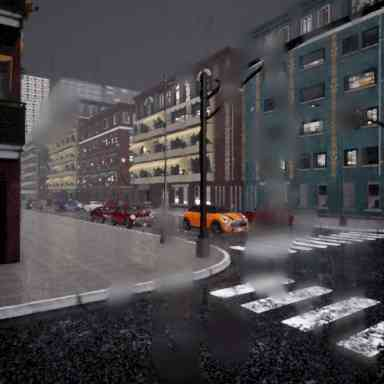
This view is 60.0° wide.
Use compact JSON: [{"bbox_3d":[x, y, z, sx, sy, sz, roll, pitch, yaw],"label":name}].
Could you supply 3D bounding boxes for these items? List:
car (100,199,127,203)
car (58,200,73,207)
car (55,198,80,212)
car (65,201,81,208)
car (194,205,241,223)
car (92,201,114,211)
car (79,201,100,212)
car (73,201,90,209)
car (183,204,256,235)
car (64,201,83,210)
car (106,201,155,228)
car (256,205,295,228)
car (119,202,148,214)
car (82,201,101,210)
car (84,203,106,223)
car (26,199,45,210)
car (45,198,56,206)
[{"bbox_3d":[-10.620,1.855,46.817,2.192,1.841,5.009,-1,0,-35],"label":"car"},{"bbox_3d":[-26.518,2.429,69.549,2.008,1.369,4.403,-1,0,-35],"label":"car"},{"bbox_3d":[-17.498,1.936,47.341,2.097,1.767,4.553,0,-1,-34],"label":"car"},{"bbox_3d":[-23.337,2.377,65.003,1.947,1.339,4.313,-1,0,-35],"label":"car"},{"bbox_3d":[2.110,1.849,28.632,1.802,1.307,4.206,-1,0,-35],"label":"car"},{"bbox_3d":[-13.796,2.159,51.363,2.008,1.369,4.403,-1,0,-35],"label":"car"},{"bbox_3d":[-14.020,2.090,47.292,1.812,1.442,4.674,0,-1,-35],"label":"car"},{"bbox_3d":[-20.157,2.326,60.456,1.802,1.307,4.206,-1,0,-35],"label":"car"},{"bbox_3d":[1.358,1.531,20.284,2.097,1.767,4.553,0,-1,-35],"label":"car"},{"bbox_3d":[-19.718,2.212,55.369,1.812,1.442,4.674,0,-1,-35],"label":"car"},{"bbox_3d":[-4.341,1.694,24.095,1.967,1.590,4.097,-1,0,-35],"label":"car"},{"bbox_3d":[5.291,1.639,24.088,1.967,1.590,4.097,-1,0,-35],"label":"car"},{"bbox_3d":[-7.435,2.038,42.269,1.947,1.339,4.313,-1,0,-35],"label":"car"},{"bbox_3d":[-16.976,2.258,55.909,1.802,1.307,4.206,-1,0,-35],"label":"car"},{"bbox_3d":[-7.519,1.904,28.641,1.802,1.307,4.206,-1,0,-35],"label":"car"},{"bbox_3d":[-26.604,2.171,55.922,1.967,1.590,4.097,-1,0,-35],"label":"car"},{"bbox_3d":[-32.882,2.328,78.644,2.192,1.841,5.009,-1,0,-35],"label":"car"}]
